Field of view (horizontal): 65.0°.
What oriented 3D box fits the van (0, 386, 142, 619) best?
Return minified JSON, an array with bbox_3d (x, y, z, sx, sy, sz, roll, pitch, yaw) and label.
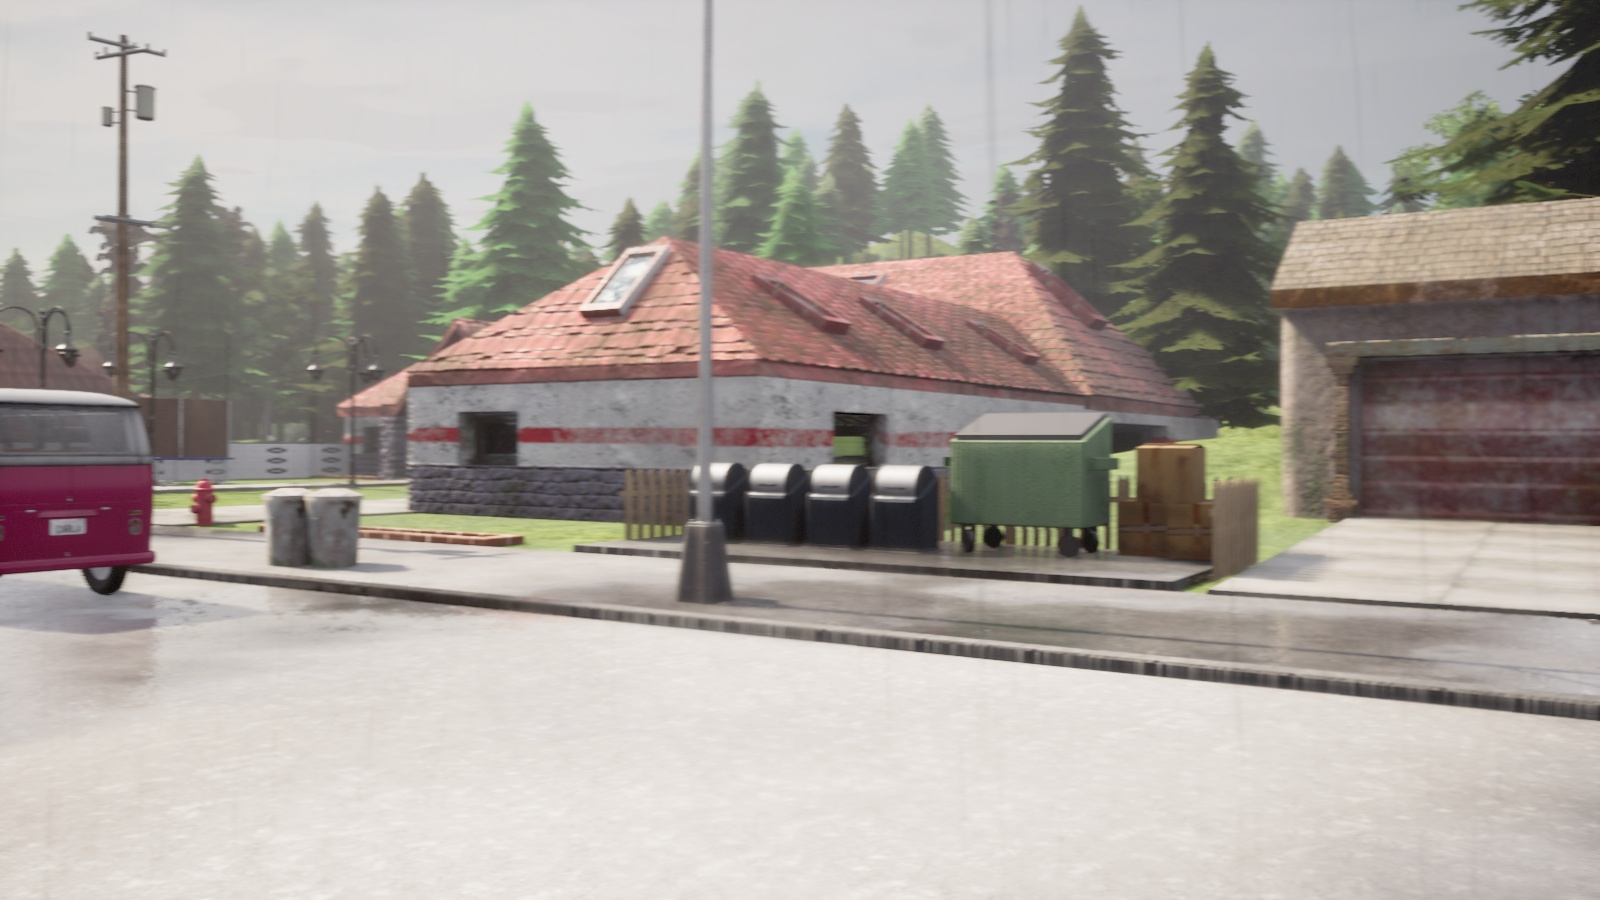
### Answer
[{"bbox_3d":[-8.518,0.438,12.214,4.442,1.987,1.775,0,0,32],"label":"van"}]
